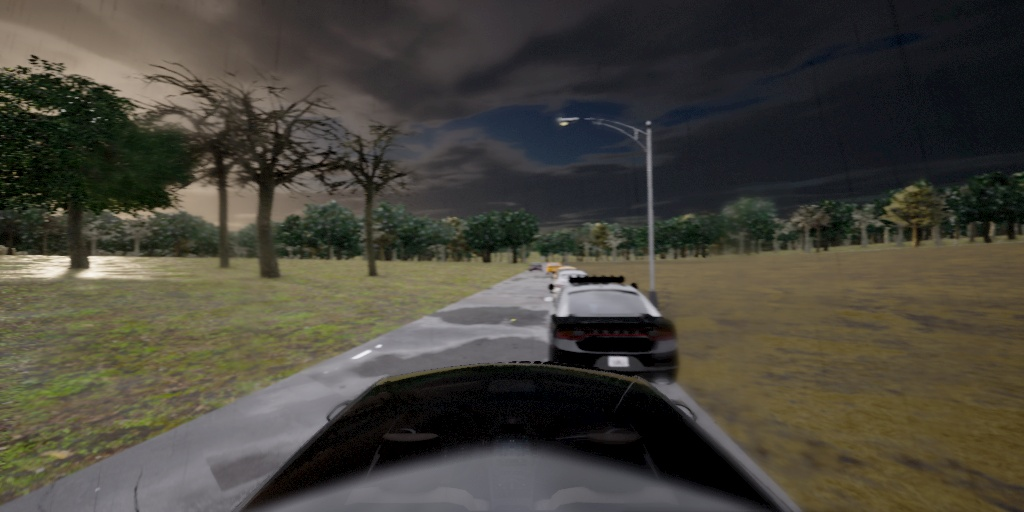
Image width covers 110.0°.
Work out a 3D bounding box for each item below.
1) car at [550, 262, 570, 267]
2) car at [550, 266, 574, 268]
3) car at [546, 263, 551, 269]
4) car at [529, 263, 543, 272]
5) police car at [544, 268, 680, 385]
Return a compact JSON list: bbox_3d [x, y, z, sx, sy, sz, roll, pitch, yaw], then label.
[{"bbox_3d":[3.565,1.362,23.255,1.801,1.575,5.366,-1,-1,7],"label":"car"},{"bbox_3d":[2.847,1.385,17.106,1.812,1.442,4.674,-1,-1,7],"label":"car"},{"bbox_3d":[5.494,1.555,46.487,1.882,1.535,5.008,-1,0,7],"label":"car"},{"bbox_3d":[3.653,1.739,54.732,1.994,1.385,4.181,-1,0,7],"label":"car"},{"bbox_3d":[1.695,1.204,7.284,1.930,1.638,5.238,-1,-1,7],"label":"police car"}]
